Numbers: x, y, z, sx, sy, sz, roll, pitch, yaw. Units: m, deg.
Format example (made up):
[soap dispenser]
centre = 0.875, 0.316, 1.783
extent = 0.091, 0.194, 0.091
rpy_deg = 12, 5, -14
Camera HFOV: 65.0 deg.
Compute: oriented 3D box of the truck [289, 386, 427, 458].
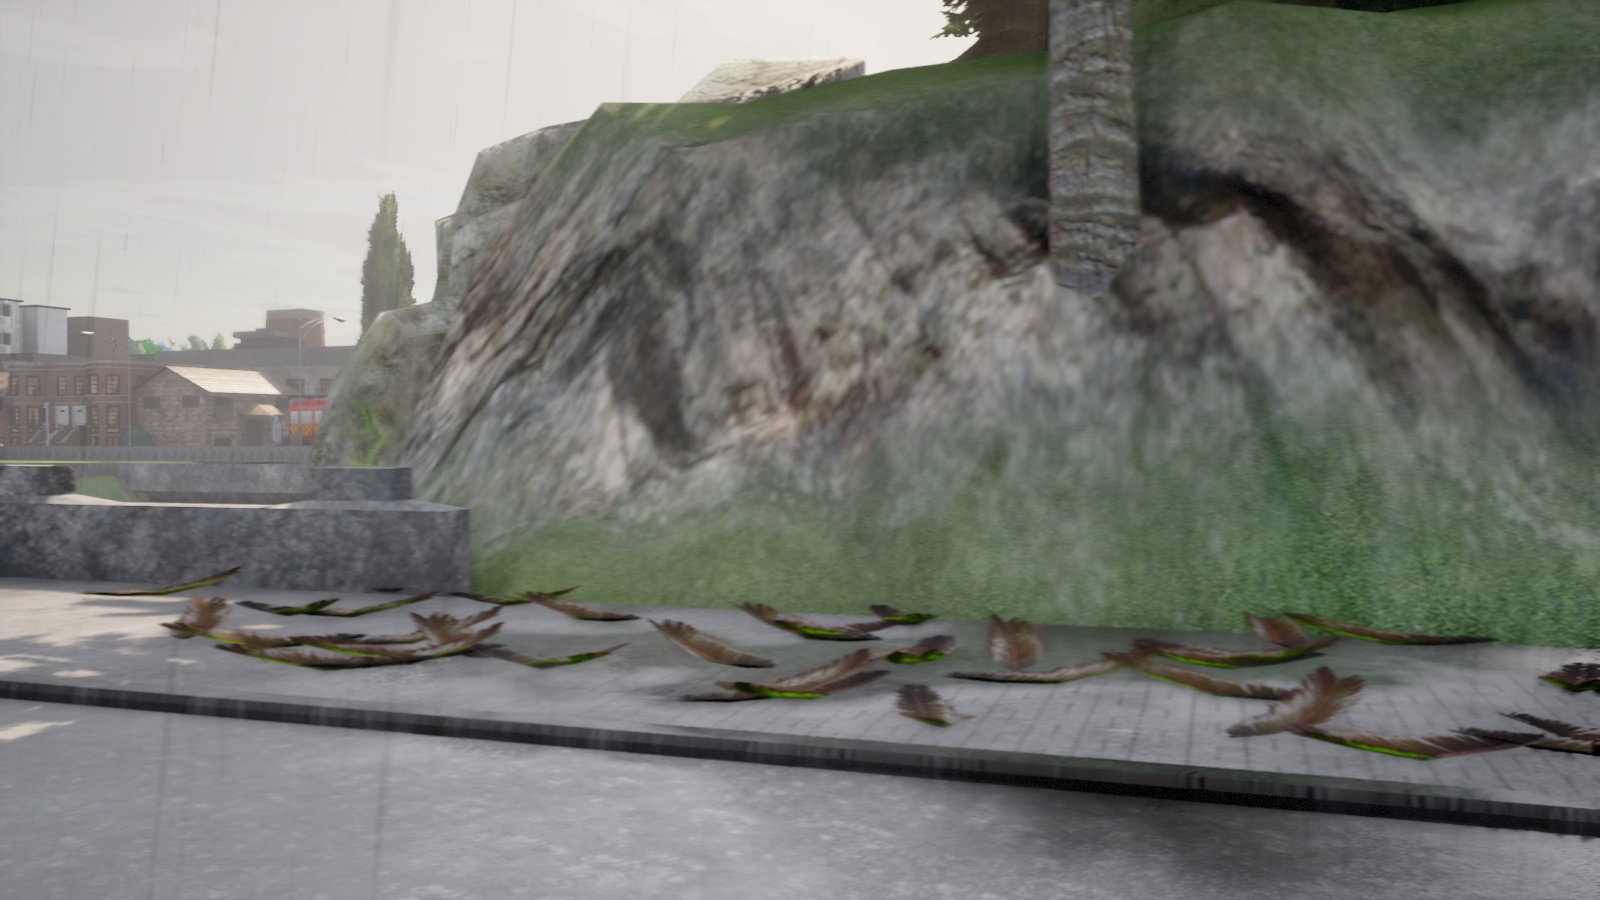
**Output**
[truck]
centre = -24.829, -1.559, 70.374
extent = 8.468, 3.827, 2.891
rpy_deg = 1, 1, 35
